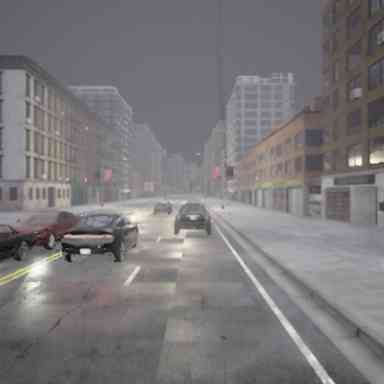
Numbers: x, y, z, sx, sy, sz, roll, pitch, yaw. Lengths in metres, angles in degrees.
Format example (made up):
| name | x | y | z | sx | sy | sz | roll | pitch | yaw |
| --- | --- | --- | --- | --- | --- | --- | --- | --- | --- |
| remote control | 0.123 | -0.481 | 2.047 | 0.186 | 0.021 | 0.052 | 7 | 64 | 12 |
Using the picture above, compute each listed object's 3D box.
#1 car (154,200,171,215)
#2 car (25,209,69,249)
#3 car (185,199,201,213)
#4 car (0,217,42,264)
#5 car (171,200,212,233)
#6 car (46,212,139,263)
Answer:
| name | x | y | z | sx | sy | sz | roll | pitch | yaw |
| --- | --- | --- | --- | --- | --- | --- | --- | --- | --- |
| car | -3.157 | 1.680 | 37.094 | 2.128 | 1.511 | 4.902 | 0 | 0 | 0 |
| car | -6.527 | 1.554 | 14.968 | 1.882 | 1.535 | 5.008 | 0 | 0 | 1 |
| car | 0.090 | 1.686 | 41.369 | 1.882 | 1.535 | 5.008 | 0 | 0 | 0 |
| car | -6.501 | 1.652 | 9.750 | 1.895 | 1.301 | 4.718 | 0 | 0 | 0 |
| car | 0.058 | 1.455 | 20.311 | 2.097 | 1.767 | 4.553 | 0 | 0 | 0 |
| car | -3.152 | 1.555 | 12.250 | 2.128 | 1.511 | 4.902 | 0 | 0 | 0 |
